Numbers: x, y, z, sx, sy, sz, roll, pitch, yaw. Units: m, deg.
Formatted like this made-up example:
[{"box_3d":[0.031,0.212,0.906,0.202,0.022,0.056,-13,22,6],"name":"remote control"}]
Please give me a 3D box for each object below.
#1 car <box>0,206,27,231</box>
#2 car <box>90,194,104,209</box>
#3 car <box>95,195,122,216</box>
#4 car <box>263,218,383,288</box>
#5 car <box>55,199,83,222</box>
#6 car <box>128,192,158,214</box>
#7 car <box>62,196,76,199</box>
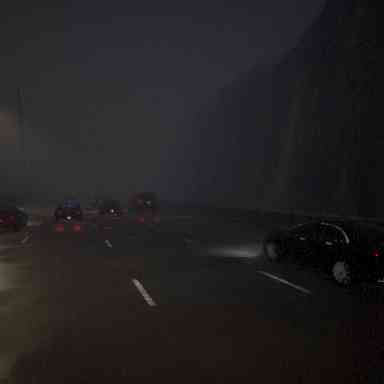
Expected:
[{"box_3d":[-11.005,1.495,19.593,1.994,1.385,4.181,0,0,-20],"name":"car"},{"box_3d":[-11.456,1.065,41.238,2.097,1.767,4.553,0,1,-20],"name":"car"},{"box_3d":[-7.711,1.354,30.977,1.837,1.490,4.892,0,0,-20],"name":"car"},{"box_3d":[3.887,1.507,9.421,1.837,1.490,4.892,0,0,-20],"name":"car"},{"box_3d":[-9.410,1.494,25.430,1.895,1.301,4.718,0,0,-20],"name":"car"},{"box_3d":[-4.999,1.055,33.763,2.150,2.045,5.566,0,1,-20],"name":"car"},{"box_3d":[-13.653,1.233,37.051,1.882,1.535,5.008,0,1,-20],"name":"car"}]
